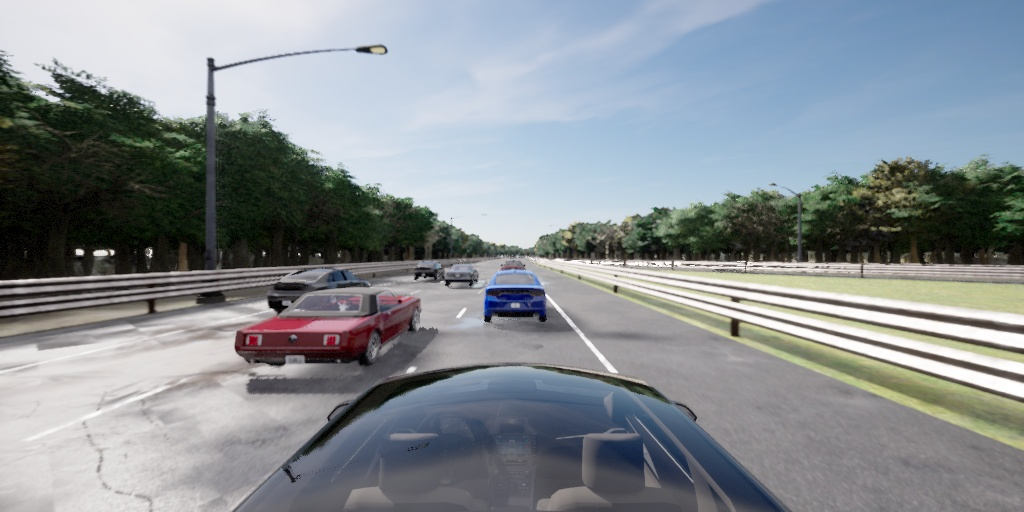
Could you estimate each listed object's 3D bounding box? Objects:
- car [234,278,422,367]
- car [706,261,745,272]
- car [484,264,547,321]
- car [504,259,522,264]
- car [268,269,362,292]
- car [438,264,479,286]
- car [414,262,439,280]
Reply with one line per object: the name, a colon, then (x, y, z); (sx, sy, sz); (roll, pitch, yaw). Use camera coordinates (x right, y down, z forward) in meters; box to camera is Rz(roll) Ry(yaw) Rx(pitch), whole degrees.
car: (-3.401, 1.341, 7.854); (1.895, 1.301, 4.718); (0, 0, 0)
car: (29.493, 1.442, 49.682); (1.837, 1.490, 4.892); (0, 0, -27)
car: (0.097, 1.212, 12.404); (1.882, 1.535, 5.008); (0, 0, 0)
car: (0.093, 1.073, 30.089); (2.097, 1.767, 4.553); (0, 0, 0)
car: (-6.909, 1.210, 13.448); (1.837, 1.490, 4.892); (0, 0, 0)
car: (-3.406, 1.271, 24.958); (2.033, 1.411, 5.357); (0, 0, 0)
car: (-6.908, 1.225, 30.388); (1.837, 1.490, 4.892); (0, 0, 0)
